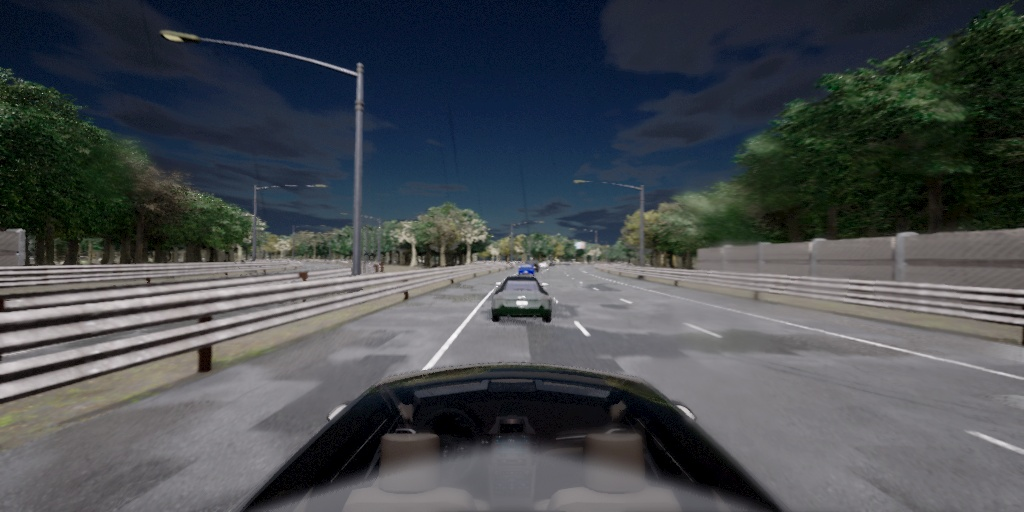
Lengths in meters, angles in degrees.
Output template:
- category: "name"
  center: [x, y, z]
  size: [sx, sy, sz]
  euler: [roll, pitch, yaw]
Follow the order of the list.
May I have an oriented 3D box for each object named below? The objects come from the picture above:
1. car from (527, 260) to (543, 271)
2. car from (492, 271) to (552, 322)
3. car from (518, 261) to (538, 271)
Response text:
- category: "car"
  center: [3.462, 1.621, 59.683]
  size: [2.150, 2.045, 5.566]
  euler: [1, -1, 7]
- category: "car"
  center: [0.346, 1.435, 13.021]
  size: [1.994, 1.385, 4.181]
  euler: [1, -1, 1]
- category: "car"
  center: [1.809, 1.689, 43.588]
  size: [1.882, 1.535, 5.008]
  euler: [1, -1, 5]
